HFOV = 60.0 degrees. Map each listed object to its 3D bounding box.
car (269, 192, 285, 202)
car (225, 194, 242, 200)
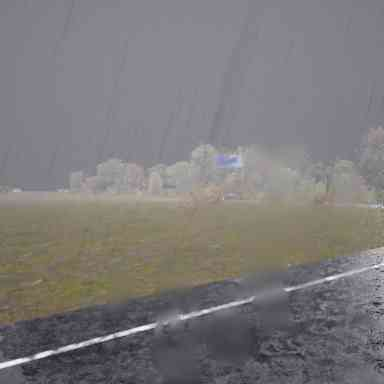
[{"bbox_3d":[16.866,1.021,69.388,2.150,2.045,5.566,0,0,-34],"label":"car"},{"bbox_3d":[9.904,1.176,79.740,2.128,1.511,4.902,0,0,-34],"label":"car"}]
